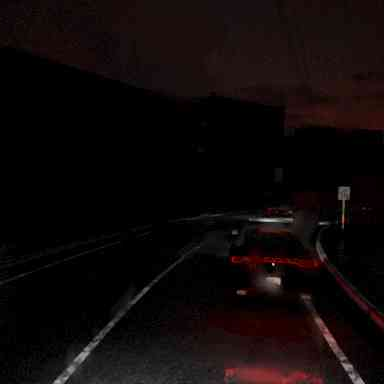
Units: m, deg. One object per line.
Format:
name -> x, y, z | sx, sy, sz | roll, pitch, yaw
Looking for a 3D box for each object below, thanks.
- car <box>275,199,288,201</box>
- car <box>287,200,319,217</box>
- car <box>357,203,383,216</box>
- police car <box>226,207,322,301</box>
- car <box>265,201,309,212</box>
car -> 8.765, 1.458, 32.348 | 2.128, 1.511, 4.902 | 4, 2, 41
car -> 7.371, 1.585, 22.626 | 1.837, 1.490, 4.892 | 3, 1, 30
car -> 21.838, 2.008, 39.417 | 5.357, 1.411, 2.033 | 2, 3, -33
police car -> 2.022, 1.430, 8.617 | 1.930, 1.638, 5.238 | 1, 0, 12
car -> 4.913, 1.493, 17.710 | 1.801, 1.575, 5.366 | 2, 0, 23
